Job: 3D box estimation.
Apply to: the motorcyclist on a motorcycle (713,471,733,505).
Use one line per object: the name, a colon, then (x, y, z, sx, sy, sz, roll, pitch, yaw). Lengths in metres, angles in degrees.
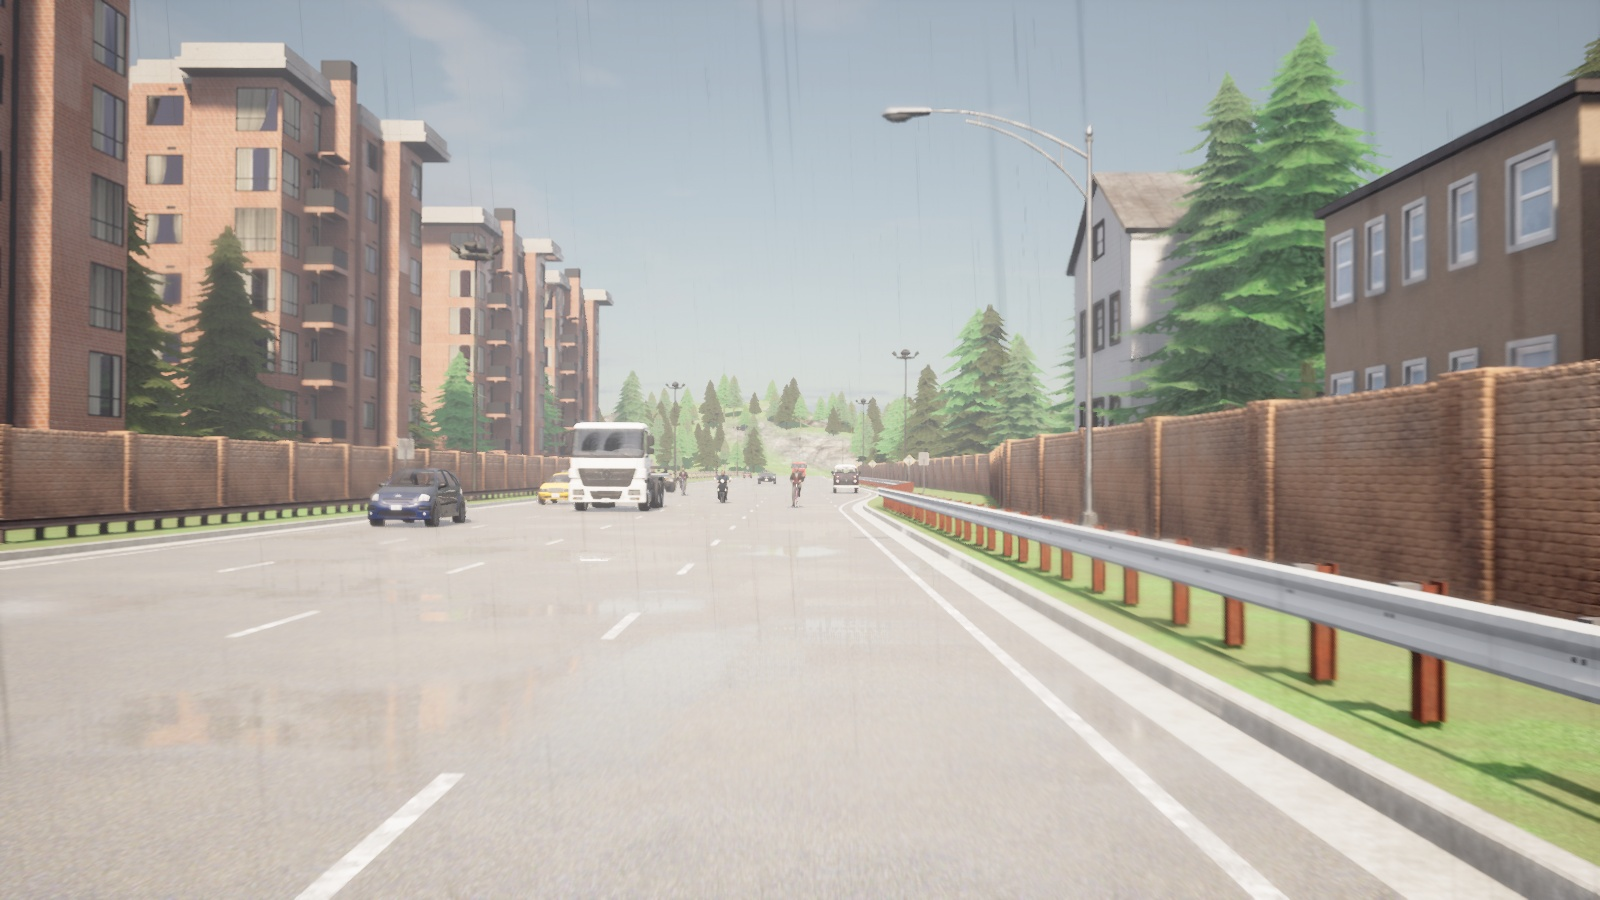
motorcyclist on a motorcycle: (-3.645, 1.778, 59.563, 0.866, 1.590, 1.817, 0, -1, 0)

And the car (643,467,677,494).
car: (-9.906, 2.134, 88.724, 1.905, 1.878, 3.866, 0, -1, -14)

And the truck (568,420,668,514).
truck: (-7.126, 0.702, 50.262, 2.891, 3.462, 7.936, 0, -1, 0)

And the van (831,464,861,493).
van: (3.231, 2.013, 89.003, 2.069, 2.038, 4.480, 0, -1, 1)

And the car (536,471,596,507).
car: (-10.646, 1.756, 57.405, 1.801, 1.575, 5.366, 0, -1, -1)

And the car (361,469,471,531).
car: (-10.585, 1.339, 34.943, 1.851, 1.617, 3.988, 0, -1, 0)
